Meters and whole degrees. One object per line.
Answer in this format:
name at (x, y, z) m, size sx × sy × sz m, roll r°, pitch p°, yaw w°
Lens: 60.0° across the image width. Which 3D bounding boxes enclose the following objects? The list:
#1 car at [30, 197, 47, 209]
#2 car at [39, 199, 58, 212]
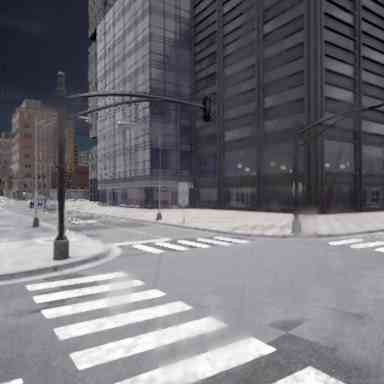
car at (-25.792, 1.808, 56.129) m, size 2.150 × 2.045 × 5.566 m, roll 0°, pitch 0°, yaw -34°
car at (-19.953, 2.059, 47.514) m, size 2.033 × 1.411 × 5.357 m, roll 0°, pitch 0°, yaw -34°
